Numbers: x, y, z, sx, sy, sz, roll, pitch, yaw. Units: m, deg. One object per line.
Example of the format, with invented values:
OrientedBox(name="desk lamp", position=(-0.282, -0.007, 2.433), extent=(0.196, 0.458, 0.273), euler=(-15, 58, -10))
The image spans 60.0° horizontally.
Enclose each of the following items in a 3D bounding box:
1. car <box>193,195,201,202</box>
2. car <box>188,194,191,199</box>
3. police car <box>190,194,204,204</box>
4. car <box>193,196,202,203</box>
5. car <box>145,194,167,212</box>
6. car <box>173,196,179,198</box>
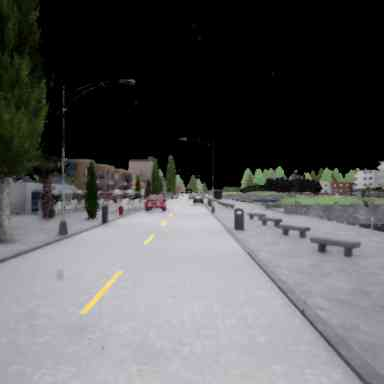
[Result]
OrientedBox(name="car", position=(1.168, 1.513, 77.840), extent=(1.837, 1.490, 4.892), euler=(0, 0, 0))
OrientedBox(name="car", position=(-0.038, 1.442, 95.350), extent=(1.994, 1.385, 4.181), euler=(0, 0, 0))
OrientedBox(name="police car", position=(1.157, 1.431, 61.953), extent=(1.930, 1.638, 5.238), euler=(0, 0, 0))
OrientedBox(name="car", position=(1.171, 1.534, 71.840), extent=(1.812, 1.442, 4.674), euler=(0, 0, 0))
OrientedBox(name="car", position=(-4.110, 1.225, 38.824), extent=(2.150, 2.045, 5.566), euler=(0, 0, 0))
OrientedBox(name="car", position=(-4.032, 1.163, 79.868), extent=(2.033, 1.411, 5.357), euler=(0, 0, 0))
